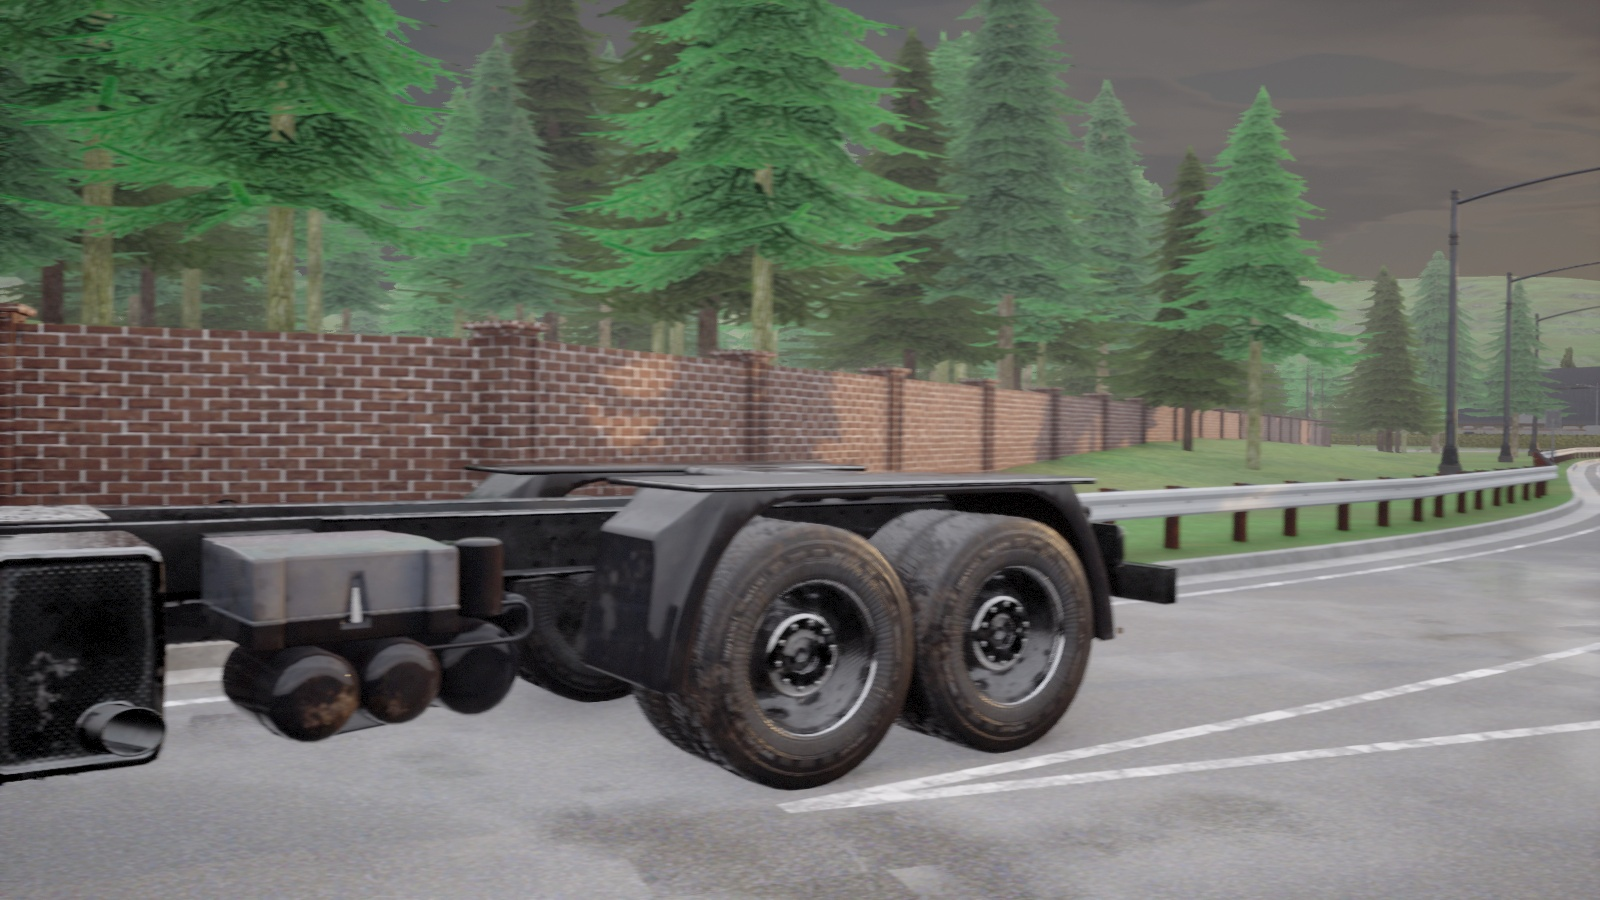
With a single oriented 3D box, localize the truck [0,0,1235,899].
[{"bbox_3d":[-1.787,-0.257,5.647,7.936,3.462,2.891,-1,1,-34],"label":"truck"}]
